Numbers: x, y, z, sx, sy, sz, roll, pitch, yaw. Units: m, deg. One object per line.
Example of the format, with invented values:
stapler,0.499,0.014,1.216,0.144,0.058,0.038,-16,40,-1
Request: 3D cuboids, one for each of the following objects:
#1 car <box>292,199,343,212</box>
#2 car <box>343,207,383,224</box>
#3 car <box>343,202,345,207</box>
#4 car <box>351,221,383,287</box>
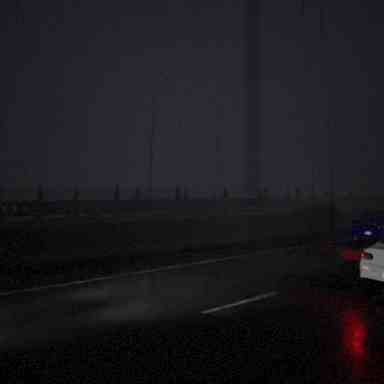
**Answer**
car,10.902,1.492,29.384,5.008,1.535,1.882,0,0,-36
car,9.008,1.484,14.714,5.008,1.535,1.882,0,0,-36
car,14.824,1.495,36.604,5.008,1.535,1.882,0,0,-36
car,5.852,1.529,8.054,4.674,1.442,1.812,0,0,-36
